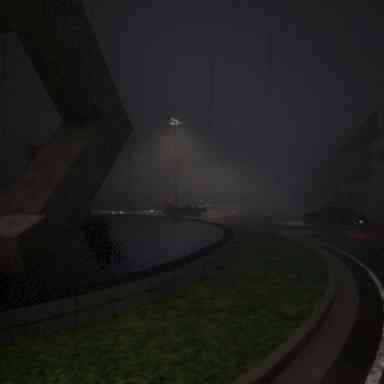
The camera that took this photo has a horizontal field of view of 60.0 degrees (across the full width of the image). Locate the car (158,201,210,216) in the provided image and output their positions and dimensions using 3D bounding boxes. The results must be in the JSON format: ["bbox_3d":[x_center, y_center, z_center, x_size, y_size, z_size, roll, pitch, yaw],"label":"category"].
[{"bbox_3d":[-0.855,1.870,35.357,4.718,1.301,1.895,-1,0,30],"label":"car"}]

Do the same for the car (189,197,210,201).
[{"bbox_3d":[1.598,1.834,66.873,2.097,1.767,4.553,-1,0,17],"label":"car"}]

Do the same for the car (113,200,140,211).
[{"bbox_3d":[-9.339,1.949,47.829,1.812,1.442,4.674,0,-1,29],"label":"car"}]

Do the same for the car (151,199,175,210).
[{"bbox_3d":[-4.362,1.964,49.822,1.994,1.385,4.181,-1,0,26],"label":"car"}]

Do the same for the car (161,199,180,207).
[{"bbox_3d":[-3.856,2.043,61.103,1.994,1.385,4.181,-1,0,18],"label":"car"}]

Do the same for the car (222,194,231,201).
[{"bbox_3d":[9.502,1.595,93.168,2.150,2.045,5.566,-1,0,17],"label":"car"}]

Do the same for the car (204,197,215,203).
[{"bbox_3d":[4.756,2.101,89.524,1.882,1.535,5.008,-1,0,17],"label":"car"}]

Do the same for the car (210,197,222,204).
[{"bbox_3d":[5.152,2.043,78.686,1.837,1.490,4.892,-1,0,17],"label":"car"}]

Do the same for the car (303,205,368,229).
[{"bbox_3d":[9.462,1.623,22.262,1.812,1.442,4.674,0,0,-19],"label":"car"}]
